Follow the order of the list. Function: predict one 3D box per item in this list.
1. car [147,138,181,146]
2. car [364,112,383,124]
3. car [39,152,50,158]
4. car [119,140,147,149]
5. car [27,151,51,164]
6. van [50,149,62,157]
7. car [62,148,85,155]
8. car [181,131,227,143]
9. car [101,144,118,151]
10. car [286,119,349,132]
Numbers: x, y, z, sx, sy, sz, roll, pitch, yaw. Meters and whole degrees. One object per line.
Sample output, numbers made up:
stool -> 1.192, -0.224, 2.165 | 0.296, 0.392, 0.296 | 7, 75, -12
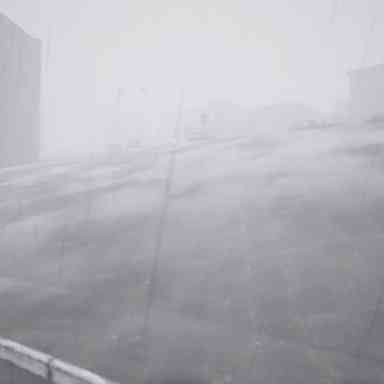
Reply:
car -> -2.291, -5.013, 35.730 | 2.002, 1.452, 4.674 | 0, 2, -44
car -> 12.980, -4.261, 19.974 | 2.231, 1.521, 4.892 | 0, 2, -44
car -> -25.412, -6.123, 59.604 | 2.002, 1.452, 4.674 | 0, 1, -44
car -> -6.233, -5.379, 39.801 | 2.185, 1.767, 4.553 | 0, 2, -44
car -> -29.222, -6.580, 63.538 | 2.435, 2.045, 5.566 | 0, 1, -44
van -> -21.482, -6.213, 55.547 | 1.878, 1.987, 4.442 | 0, 2, -44
car -> -17.735, -5.812, 51.676 | 2.231, 1.521, 4.892 | 0, 2, -44
car -> 1.533, -4.985, 31.782 | 2.185, 1.767, 4.553 | 0, 2, -44
car -> -10.071, -5.570, 43.764 | 2.185, 1.767, 4.553 | 0, 2, -44
car -> 9.137, -4.470, 23.931 | 2.231, 1.521, 4.892 | 0, 2, -44
